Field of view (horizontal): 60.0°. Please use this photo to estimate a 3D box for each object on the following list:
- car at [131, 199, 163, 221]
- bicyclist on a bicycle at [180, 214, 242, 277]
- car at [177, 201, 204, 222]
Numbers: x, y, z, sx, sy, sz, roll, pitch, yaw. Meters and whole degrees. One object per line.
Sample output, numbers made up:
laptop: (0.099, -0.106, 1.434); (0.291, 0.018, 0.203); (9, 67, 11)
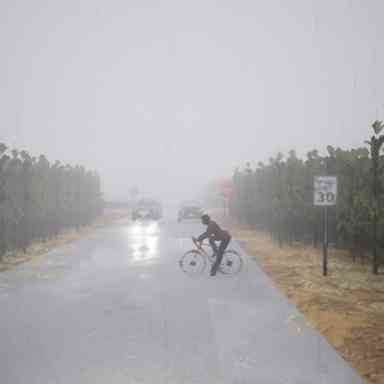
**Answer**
car: (-3.295, 1.311, 24.984); (2.128, 1.511, 4.902); (0, 0, 0)
bicyclist on a bicycle: (0.511, 1.420, 8.785); (1.656, 1.620, 0.582); (0, 0, 0)
car: (-0.074, 1.348, 24.208); (1.812, 1.442, 4.674); (0, 0, 0)
